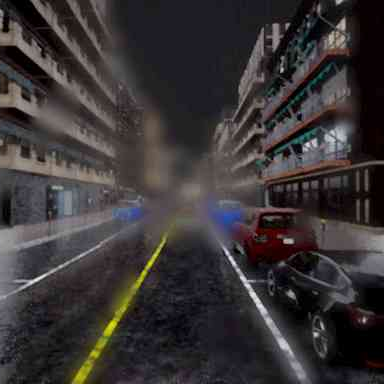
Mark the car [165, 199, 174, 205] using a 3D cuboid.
[{"bbox_3d":[-5.289,2.304,77.836,1.802,1.307,4.206,1,-1,0],"label":"car"}]

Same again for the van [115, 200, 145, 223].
[{"bbox_3d":[-5.297,1.604,27.899,1.690,1.788,3.998,1,-1,0],"label":"van"}]

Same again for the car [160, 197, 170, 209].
[{"bbox_3d":[-5.292,1.959,55.642,1.967,1.590,4.097,1,-1,0],"label":"car"}]

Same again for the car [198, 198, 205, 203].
[{"bbox_3d":[2.595,2.400,94.672,1.752,1.417,4.829,1,-1,0],"label":"car"}]

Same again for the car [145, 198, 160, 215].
[{"bbox_3d":[-5.296,1.806,38.996,1.967,1.590,4.097,1,-1,0],"label":"car"}]

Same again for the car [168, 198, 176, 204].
[{"bbox_3d":[-5.286,2.347,88.764,1.752,1.417,4.829,1,-1,0],"label":"car"}]

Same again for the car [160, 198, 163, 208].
[{"bbox_3d":[-5.296,1.941,44.374,1.752,1.417,4.829,1,-1,0],"label":"car"}]

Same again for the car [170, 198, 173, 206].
[{"bbox_3d":[-5.290,1.885,61.192,2.192,1.841,5.009,1,-1,0],"label":"car"}]

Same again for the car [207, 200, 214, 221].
[{"bbox_3d":[2.582,1.704,27.916,1.967,1.590,4.097,1,-1,0],"label":"car"}]

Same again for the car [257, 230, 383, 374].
[{"bbox_3d":[2.575,1.621,5.719,1.947,1.339,4.313,1,-1,0],"label":"car"}]

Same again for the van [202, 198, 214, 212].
[{"bbox_3d":[2.587,1.759,44.563,1.690,1.788,3.998,1,-1,0],"label":"van"}]

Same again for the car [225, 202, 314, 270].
[{"bbox_3d":[2.579,1.423,11.270,2.192,1.841,5.009,1,-1,0],"label":"car"}]

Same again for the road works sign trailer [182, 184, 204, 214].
[{"bbox_3d":[0.017,0.843,40.375,2.380,3.560,2.880,0,-1,0],"label":"road works sign trailer"}]

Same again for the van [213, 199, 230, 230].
[{"bbox_3d":[2.582,1.553,22.368,1.690,1.788,3.998,1,-1,0],"label":"van"}]

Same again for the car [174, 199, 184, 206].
[{"bbox_3d":[-2.734,2.185,70.989,2.128,1.511,4.902,0,-1,0],"label":"car"}]

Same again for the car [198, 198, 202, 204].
[{"bbox_3d":[2.594,2.213,83.405,1.967,1.590,4.097,1,-1,0],"label":"car"}]
